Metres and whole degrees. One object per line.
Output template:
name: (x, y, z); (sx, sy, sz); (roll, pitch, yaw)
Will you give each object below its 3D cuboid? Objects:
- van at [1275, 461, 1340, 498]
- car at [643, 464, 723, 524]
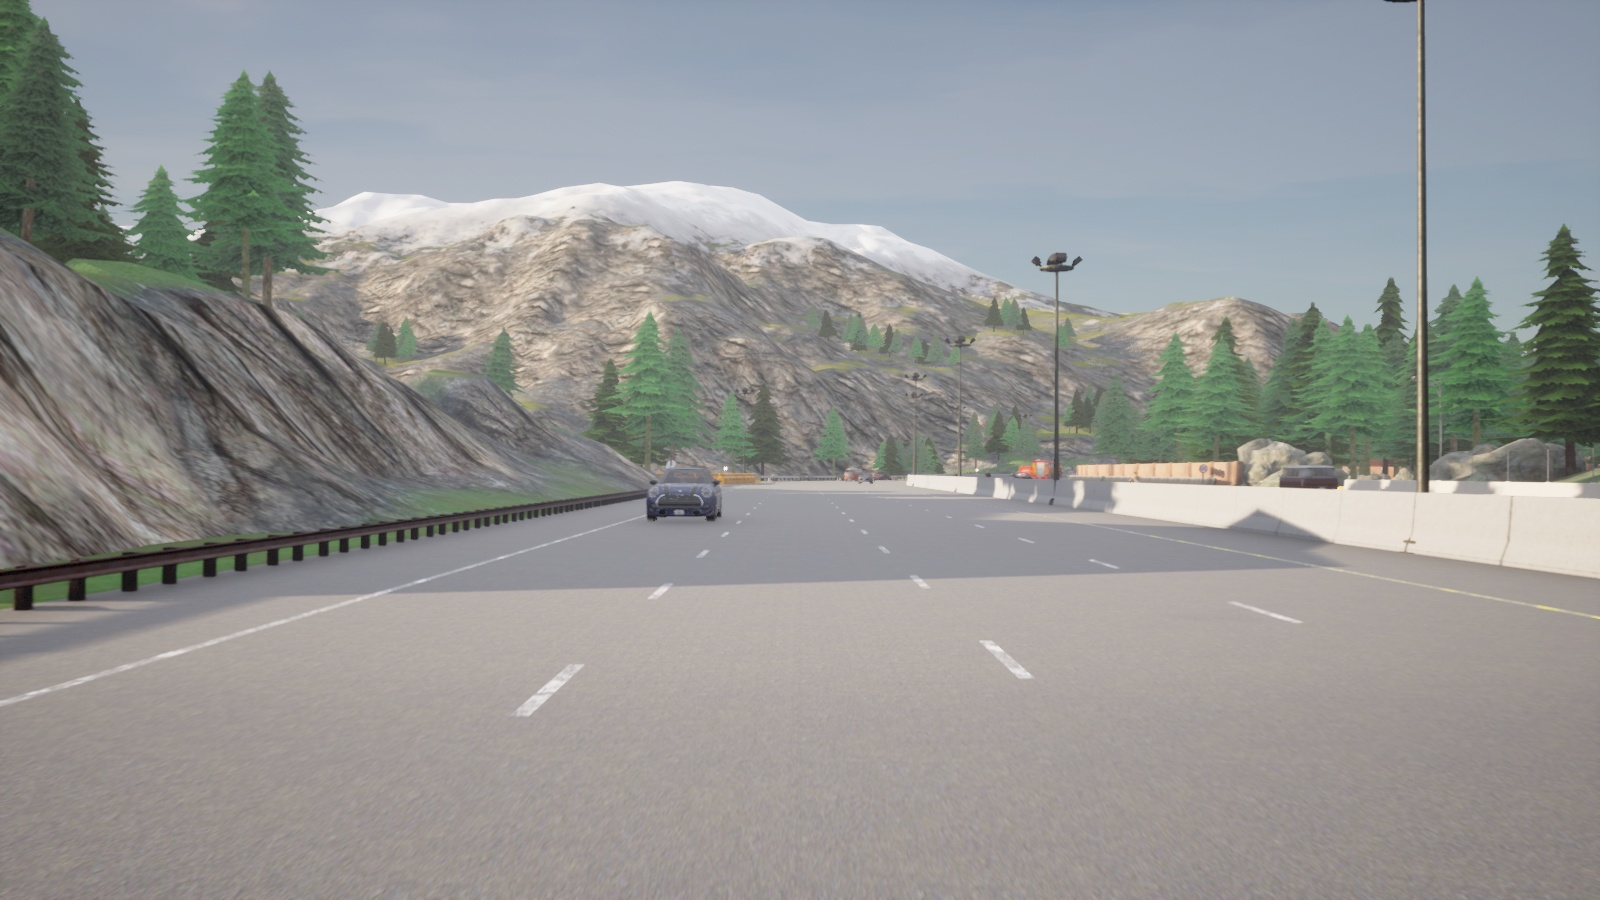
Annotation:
van: (27.832, 1.612, 69.030); (1.775, 1.987, 4.442); (0, -1, 0)
car: (-3.596, 1.348, 39.491); (2.097, 1.767, 4.553); (0, -1, 0)
